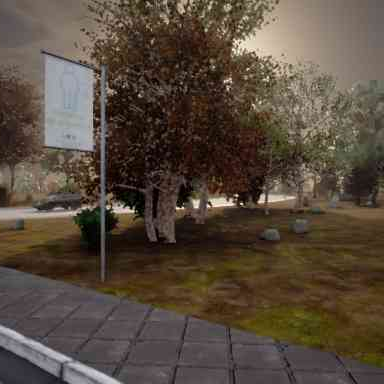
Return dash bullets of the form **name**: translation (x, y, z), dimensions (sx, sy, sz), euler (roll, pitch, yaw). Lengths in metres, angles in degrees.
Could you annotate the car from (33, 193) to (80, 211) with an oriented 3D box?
- **car**: translation (-16.253, 1.207, 40.372), dimensions (2.150, 2.045, 5.566), euler (0, 1, 38)
